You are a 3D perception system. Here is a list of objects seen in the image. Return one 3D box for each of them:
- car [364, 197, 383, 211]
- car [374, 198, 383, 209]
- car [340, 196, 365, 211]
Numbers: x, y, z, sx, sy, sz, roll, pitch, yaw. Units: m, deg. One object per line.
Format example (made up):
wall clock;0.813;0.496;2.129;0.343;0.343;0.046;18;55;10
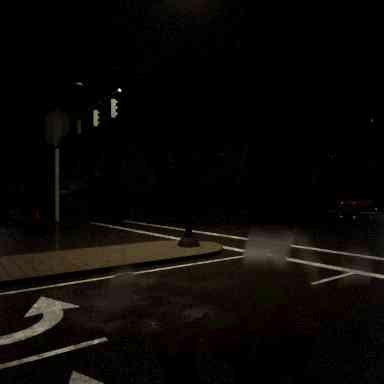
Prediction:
car;22.854;1.547;38.891;5.357;1.411;2.033;0;0;-35
car;27.458;1.564;46.452;4.181;1.385;1.994;0;0;-36
car;20.442;1.352;41.424;4.553;1.767;2.097;0;0;-36
